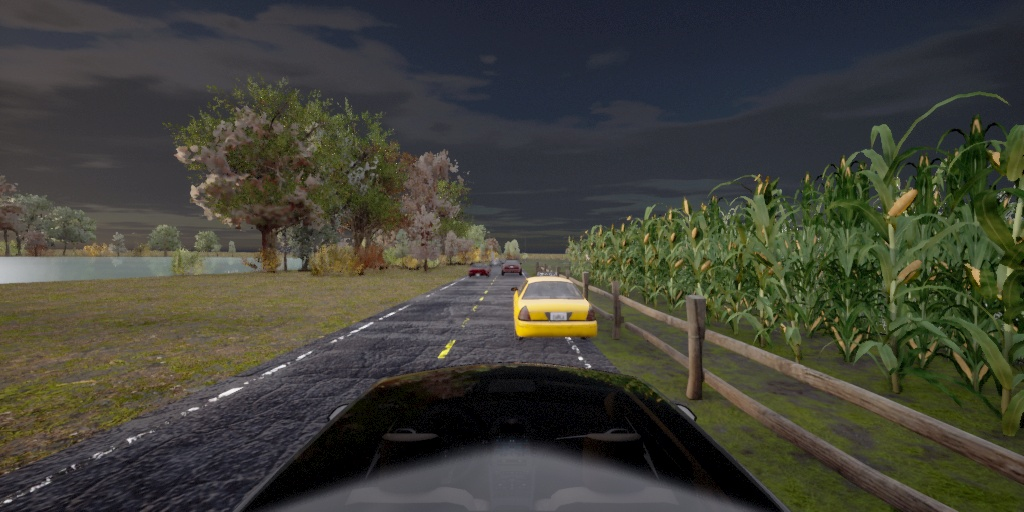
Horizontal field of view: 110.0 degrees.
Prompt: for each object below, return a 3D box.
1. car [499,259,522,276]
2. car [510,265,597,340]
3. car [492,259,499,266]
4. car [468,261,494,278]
[{"bbox_3d":[-0.031,1.097,37.931,2.097,1.767,4.553,0,0,0],"label":"car"},{"bbox_3d":[0.938,1.204,9.861,1.801,1.575,5.366,0,0,0],"label":"car"},{"bbox_3d":[-2.939,1.236,64.953,2.128,1.511,4.902,0,0,0],"label":"car"},{"bbox_3d":[-2.947,1.346,33.113,1.895,1.301,4.718,0,0,0],"label":"car"}]
